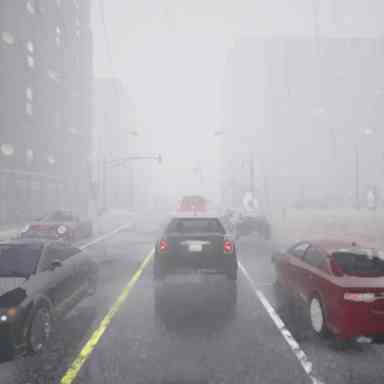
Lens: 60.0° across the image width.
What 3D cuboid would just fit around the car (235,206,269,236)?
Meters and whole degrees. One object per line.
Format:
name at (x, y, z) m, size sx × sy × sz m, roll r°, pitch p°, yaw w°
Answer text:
car at (2.836, 1.585, 16.926) m, size 2.008 × 1.369 × 4.403 m, roll 1°, pitch 0°, yaw 0°

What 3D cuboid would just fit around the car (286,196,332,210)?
car at (13.717, 1.484, 39.123) m, size 4.206 × 1.307 × 1.802 m, roll 0°, pitch -1°, yaw 0°

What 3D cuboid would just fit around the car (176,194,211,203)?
car at (0.096, 1.271, 26.903) m, size 2.150 × 2.045 × 5.566 m, roll 0°, pitch -1°, yaw 0°

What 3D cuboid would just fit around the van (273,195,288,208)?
van at (13.780, 1.382, 47.505) m, size 3.998 × 1.788 × 1.690 m, roll 0°, pitch -1°, yaw 0°

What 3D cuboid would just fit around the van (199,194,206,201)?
van at (2.735, 1.529, 88.545) m, size 1.690 × 1.788 × 3.998 m, roll 1°, pitch 0°, yaw 0°

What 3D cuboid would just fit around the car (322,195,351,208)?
car at (19.308, 1.313, 47.464) m, size 5.009 × 1.841 × 2.192 m, roll 0°, pitch -1°, yaw 0°

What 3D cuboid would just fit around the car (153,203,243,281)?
car at (0.090, 1.372, 10.121) m, size 2.097 × 1.767 × 4.553 m, roll 0°, pitch 0°, yaw 0°

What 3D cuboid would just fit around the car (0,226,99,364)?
car at (-3.097, 1.576, 5.897) m, size 1.994 × 1.385 × 4.181 m, roll 0°, pitch 0°, yaw 0°

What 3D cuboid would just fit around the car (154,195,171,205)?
car at (-5.654, 1.441, 60.732) m, size 2.192 × 1.841 × 5.009 m, roll 1°, pitch 0°, yaw 0°

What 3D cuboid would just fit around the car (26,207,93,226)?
car at (-5.802, 1.469, 14.694) m, size 1.967 × 1.590 × 4.097 m, roll 1°, pitch 0°, yaw 0°

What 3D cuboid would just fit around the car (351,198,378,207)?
car at (24.837, 1.501, 47.420) m, size 4.507 × 1.381 × 1.887 m, roll 0°, pitch -1°, yaw 0°

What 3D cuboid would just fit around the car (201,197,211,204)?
car at (2.724, 1.721, 66.259) m, size 1.802 × 1.307 × 4.206 m, roll 1°, pitch 0°, yaw 0°

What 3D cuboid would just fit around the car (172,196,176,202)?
car at (-2.972, 1.394, 79.900) m, size 2.150 × 2.045 × 5.566 m, roll 0°, pitch 0°, yaw 0°

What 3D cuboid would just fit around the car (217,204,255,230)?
car at (2.838, 1.596, 22.496) m, size 2.008 × 1.369 × 4.403 m, roll 1°, pitch 0°, yaw 0°

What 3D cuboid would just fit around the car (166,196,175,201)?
car at (-5.647, 1.753, 88.587) m, size 1.947 × 1.339 × 4.313 m, roll 1°, pitch 0°, yaw 0°

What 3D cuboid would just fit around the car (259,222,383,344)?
car at (2.787, 1.558, 6.495) m, size 1.887 × 1.381 × 4.507 m, roll 1°, pitch 0°, yaw 0°

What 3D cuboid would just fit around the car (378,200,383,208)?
car at (24.771, 1.257, 39.042) m, size 4.097 × 1.590 × 1.967 m, roll 0°, pitch -1°, yaw 0°
